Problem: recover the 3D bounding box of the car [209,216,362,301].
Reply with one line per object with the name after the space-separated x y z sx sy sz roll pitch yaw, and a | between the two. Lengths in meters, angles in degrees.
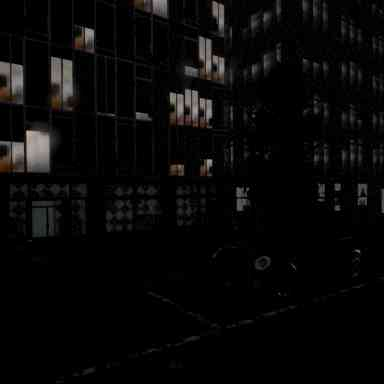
2.355 1.439 8.234 4.097 1.590 1.967 0 -1 -35 | car
